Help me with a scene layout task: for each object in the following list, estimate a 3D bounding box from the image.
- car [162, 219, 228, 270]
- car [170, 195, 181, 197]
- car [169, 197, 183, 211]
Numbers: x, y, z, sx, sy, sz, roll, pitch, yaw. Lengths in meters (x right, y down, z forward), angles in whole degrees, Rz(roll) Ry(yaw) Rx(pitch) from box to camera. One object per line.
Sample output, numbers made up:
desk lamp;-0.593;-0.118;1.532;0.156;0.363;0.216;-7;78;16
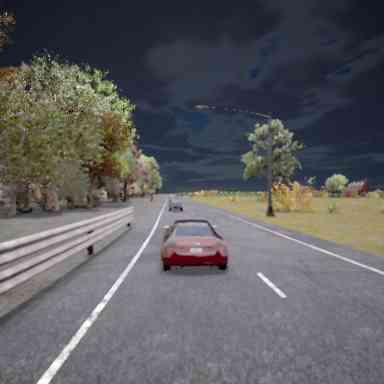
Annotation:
car;-0.007;1.620;11.330;1.994;1.385;4.181;0;0;-4
car;-3.178;1.806;60.265;2.033;1.411;5.357;0;0;-4
car;-2.202;1.747;45.206;2.033;1.411;5.357;0;0;-4
